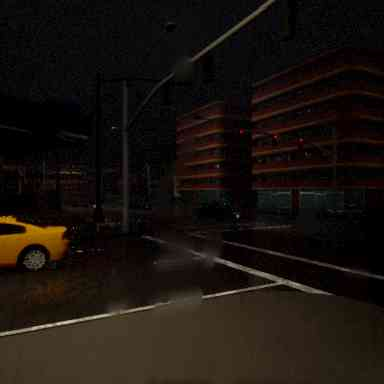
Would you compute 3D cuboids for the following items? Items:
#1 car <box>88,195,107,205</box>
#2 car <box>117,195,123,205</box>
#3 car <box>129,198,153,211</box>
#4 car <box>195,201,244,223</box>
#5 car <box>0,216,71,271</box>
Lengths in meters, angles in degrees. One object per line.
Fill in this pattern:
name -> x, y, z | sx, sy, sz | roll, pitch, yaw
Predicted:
car -> -16.561, 1.601, 57.695 | 1.895, 1.301, 4.718 | 0, 0, -30
car -> -10.813, 1.601, 55.084 | 1.895, 1.301, 4.718 | 0, 0, -31
car -> -6.397, 1.506, 40.311 | 1.837, 1.490, 4.892 | 0, 0, -30
car -> 2.040, 1.491, 26.078 | 2.128, 1.511, 4.902 | 0, 0, -31
car -> -6.142, 1.477, 9.508 | 5.008, 1.535, 1.882 | 0, 0, -29
